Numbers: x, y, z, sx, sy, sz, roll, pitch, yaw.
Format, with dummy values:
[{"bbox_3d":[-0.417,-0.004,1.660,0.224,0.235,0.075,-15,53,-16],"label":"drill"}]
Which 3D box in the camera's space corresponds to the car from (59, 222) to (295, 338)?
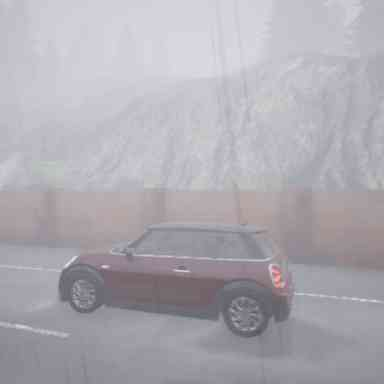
[{"bbox_3d":[-0.341,1.380,6.623,4.553,1.767,2.097,0,0,20],"label":"car"}]
